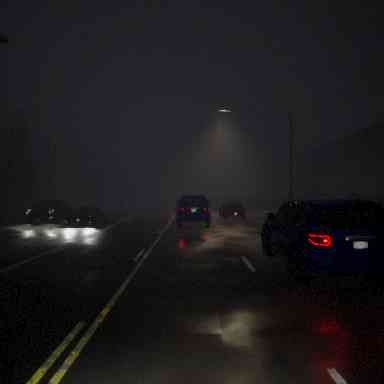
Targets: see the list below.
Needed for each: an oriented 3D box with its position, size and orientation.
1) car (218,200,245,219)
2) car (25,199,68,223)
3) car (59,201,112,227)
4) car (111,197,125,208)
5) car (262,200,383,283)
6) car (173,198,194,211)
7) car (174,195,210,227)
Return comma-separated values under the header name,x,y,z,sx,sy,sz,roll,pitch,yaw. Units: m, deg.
name,x,y,z,sx,sy,sz,roll,pitch,yaw
car,3.461,1.517,29.425,1.837,1.490,4.892,0,0,-2
car,-10.685,1.360,25.174,2.097,1.767,4.553,0,0,-1
car,-7.156,1.572,22.826,1.994,1.385,4.181,0,0,-1
car,-14.174,1.955,63.546,2.150,2.045,5.566,1,-3,-20
car,3.600,1.225,9.779,2.150,2.045,5.566,0,0,0
car,-1.135,1.558,41.579,2.128,1.511,4.902,0,-1,-8
car,0.090,1.229,23.023,2.150,2.045,5.566,0,0,0
